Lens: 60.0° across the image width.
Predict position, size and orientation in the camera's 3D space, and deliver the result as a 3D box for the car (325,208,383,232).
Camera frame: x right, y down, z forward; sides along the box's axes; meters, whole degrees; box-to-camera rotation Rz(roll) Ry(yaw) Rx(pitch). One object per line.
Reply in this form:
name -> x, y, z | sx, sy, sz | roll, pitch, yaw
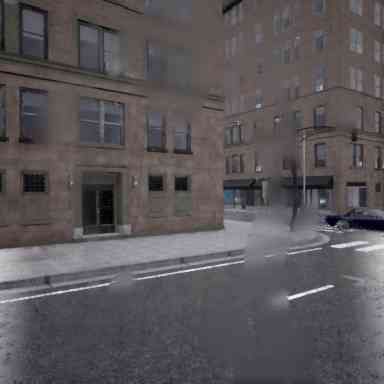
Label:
car -> 10.011, 1.581, 18.236 | 1.895, 1.301, 4.718 | 0, 1, -44
